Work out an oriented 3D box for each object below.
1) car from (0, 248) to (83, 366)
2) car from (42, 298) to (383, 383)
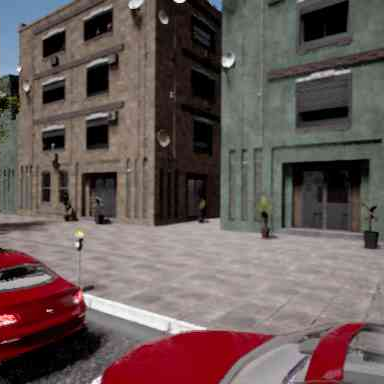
[{"bbox_3d":[-3.415,1.579,5.309,4.206,1.307,1.802,0,1,36],"label":"car"},{"bbox_3d":[1.101,1.582,2.086,4.206,1.307,1.802,0,1,36],"label":"car"}]
